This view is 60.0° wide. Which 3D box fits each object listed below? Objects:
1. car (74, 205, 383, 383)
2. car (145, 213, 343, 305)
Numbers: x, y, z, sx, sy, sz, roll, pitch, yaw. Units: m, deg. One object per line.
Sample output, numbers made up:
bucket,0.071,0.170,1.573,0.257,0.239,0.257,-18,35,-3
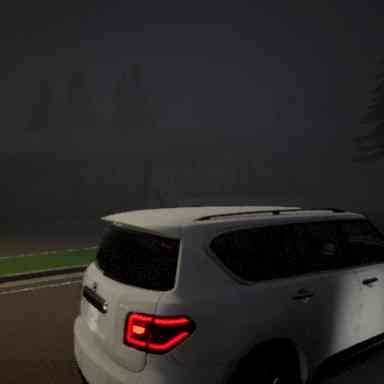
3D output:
car,1.329,1.198,4.533,5.566,2.045,2.150,0,0,-34
car,1.473,1.451,8.717,4.902,1.511,2.128,0,0,-32
